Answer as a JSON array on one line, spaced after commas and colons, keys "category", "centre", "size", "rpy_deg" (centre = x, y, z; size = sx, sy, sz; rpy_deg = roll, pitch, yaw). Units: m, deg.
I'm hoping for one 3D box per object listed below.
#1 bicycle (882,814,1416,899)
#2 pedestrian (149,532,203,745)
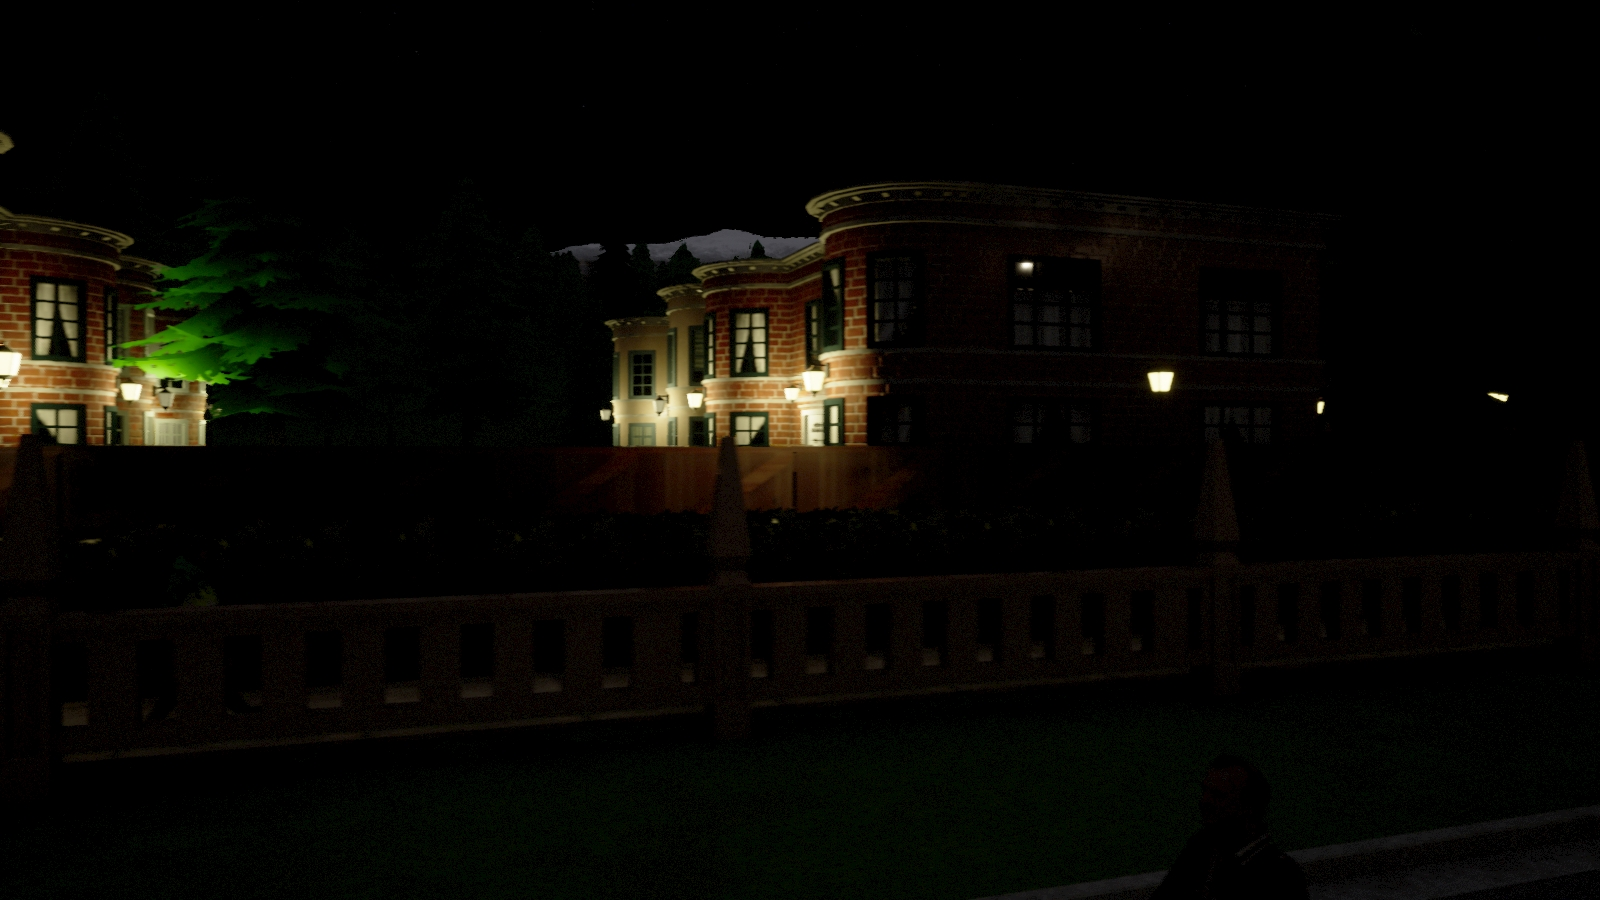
[{"category": "bicycle", "centre": [1.165, 2.059, 3.716], "size": [1.835, 1.471, 0.329], "rpy_deg": [1, 0, -20]}, {"category": "pedestrian", "centre": [-5.679, 1.696, 10.409], "size": [0.375, 1.860, 0.375], "rpy_deg": [0, 0, -20]}]
